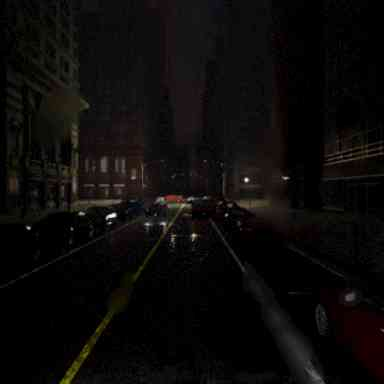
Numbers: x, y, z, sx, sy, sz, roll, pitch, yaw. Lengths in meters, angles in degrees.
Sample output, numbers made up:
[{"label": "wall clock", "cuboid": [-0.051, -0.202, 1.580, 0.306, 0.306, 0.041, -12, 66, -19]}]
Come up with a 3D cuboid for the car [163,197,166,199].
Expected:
[{"label": "car", "cuboid": [-5.756, 1.607, 54.359, 1.947, 1.339, 4.313, 0, 0, 0]}]

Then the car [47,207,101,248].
[{"label": "car", "cuboid": [-5.762, 1.571, 14.903, 1.947, 1.339, 4.313, 0, 0, 0]}]

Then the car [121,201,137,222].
[{"label": "car", "cuboid": [-5.761, 1.593, 26.177, 1.802, 1.307, 4.206, 0, 0, 0]}]

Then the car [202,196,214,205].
[{"label": "car", "cuboid": [2.769, 1.489, 59.997, 1.967, 1.590, 4.097, 0, 0, 0]}]

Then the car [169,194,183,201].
[{"label": "car", "cuboid": [-4.429, 1.254, 78.984, 4.553, 1.767, 2.097, 0, 0, 38]}]

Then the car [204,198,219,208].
[{"label": "car", "cuboid": [2.768, 1.600, 48.724, 1.947, 1.339, 4.313, 0, 0, 0]}]

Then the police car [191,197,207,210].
[{"label": "police car", "cuboid": [0.875, 1.453, 43.544, 1.930, 1.638, 5.238, 0, 0, 0]}]

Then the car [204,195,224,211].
[{"label": "car", "cuboid": [2.766, 1.342, 43.088, 2.192, 1.841, 5.009, 0, 0, 0]}]

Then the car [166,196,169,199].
[{"label": "car", "cuboid": [-5.756, 1.600, 59.996, 2.008, 1.369, 4.403, 0, 0, 0]}]

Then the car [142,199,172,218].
[{"label": "car", "cuboid": [-3.093, 1.615, 30.388, 1.895, 1.301, 4.718, 0, 0, 0]}]

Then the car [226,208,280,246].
[{"label": "car", "cuboid": [2.763, 1.587, 14.907, 1.802, 1.307, 4.206, 0, 0, 0]}]

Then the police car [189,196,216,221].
[{"label": "police car", "cuboid": [0.905, 1.438, 27.544, 1.930, 1.638, 5.238, 0, 0, 0]}]

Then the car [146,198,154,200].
[{"label": "car", "cuboid": [-5.759, 1.546, 37.280, 1.752, 1.417, 4.829, 0, 0, 0]}]

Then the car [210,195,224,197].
[{"label": "car", "cuboid": [2.765, 1.336, 37.452, 2.192, 1.841, 5.009, 0, 0, 0]}]

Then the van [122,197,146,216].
[{"label": "van", "cuboid": [-5.761, 1.357, 31.814, 1.690, 1.788, 3.998, 0, 0, 0]}]

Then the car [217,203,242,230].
[{"label": "car", "cuboid": [2.763, 1.590, 20.544, 1.802, 1.307, 4.206, 0, 0, 0]}]

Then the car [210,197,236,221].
[{"label": "car", "cuboid": [2.764, 1.452, 26.180, 1.967, 1.590, 4.097, 0, 0, 0]}]

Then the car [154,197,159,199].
[{"label": "car", "cuboid": [-5.758, 1.609, 43.087, 1.802, 1.307, 4.206, 0, 0, 0]}]

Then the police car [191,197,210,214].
[{"label": "police car", "cuboid": [0.875, 1.447, 37.544, 1.930, 1.638, 5.238, 0, 0, 0]}]

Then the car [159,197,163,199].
[{"label": "car", "cuboid": [-5.757, 1.600, 48.723, 1.947, 1.339, 4.313, 0, 0, 0]}]

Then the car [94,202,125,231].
[{"label": "car", "cuboid": [-5.762, 1.558, 20.540, 2.008, 1.369, 4.403, 0, 0, 0]}]

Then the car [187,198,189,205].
[{"label": "car", "cuboid": [0.011, 1.653, 61.839, 1.895, 1.301, 4.718, 0, 0, 0]}]

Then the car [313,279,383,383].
[{"label": "car", "cuboid": [2.761, 1.583, 3.635, 1.802, 1.307, 4.206, 0, 0, 0]}]

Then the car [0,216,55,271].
[{"label": "car", "cuboid": [-5.763, 1.569, 9.267, 1.947, 1.339, 4.313, 0, 0, 0]}]
